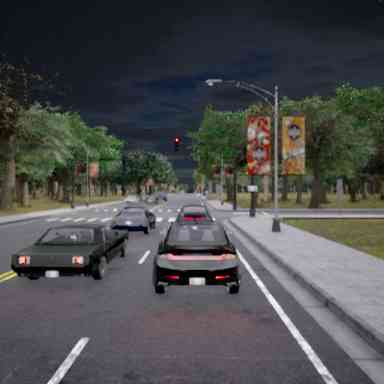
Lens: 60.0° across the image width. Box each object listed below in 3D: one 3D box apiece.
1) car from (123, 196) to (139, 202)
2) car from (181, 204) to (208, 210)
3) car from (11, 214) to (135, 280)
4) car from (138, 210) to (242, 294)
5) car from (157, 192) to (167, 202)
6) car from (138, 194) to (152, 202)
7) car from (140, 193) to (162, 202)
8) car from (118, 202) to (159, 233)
[{"bbox_3d":[-9.721,1.319,53.365,1.812,1.442,4.674,0,0,0],"label":"car"},{"bbox_3d":[0.118,1.428,18.081,1.837,1.490,4.892,0,0,0],"label":"car"},{"bbox_3d":[-3.137,1.558,9.728,1.895,1.301,4.718,0,0,0],"label":"car"},{"bbox_3d":[0.108,1.453,8.662,2.128,1.511,4.902,0,0,0],"label":"car"},{"bbox_3d":[-6.362,0.965,69.003,2.150,2.045,5.566,0,0,0],"label":"car"},{"bbox_3d":[-9.613,1.263,68.638,2.128,1.511,4.902,0,0,0],"label":"car"},{"bbox_3d":[-6.470,1.283,53.549,2.128,1.511,4.902,0,0,0],"label":"car"},{"bbox_3d":[-3.134,1.485,18.483,1.994,1.385,4.181,0,0,0],"label":"car"}]
